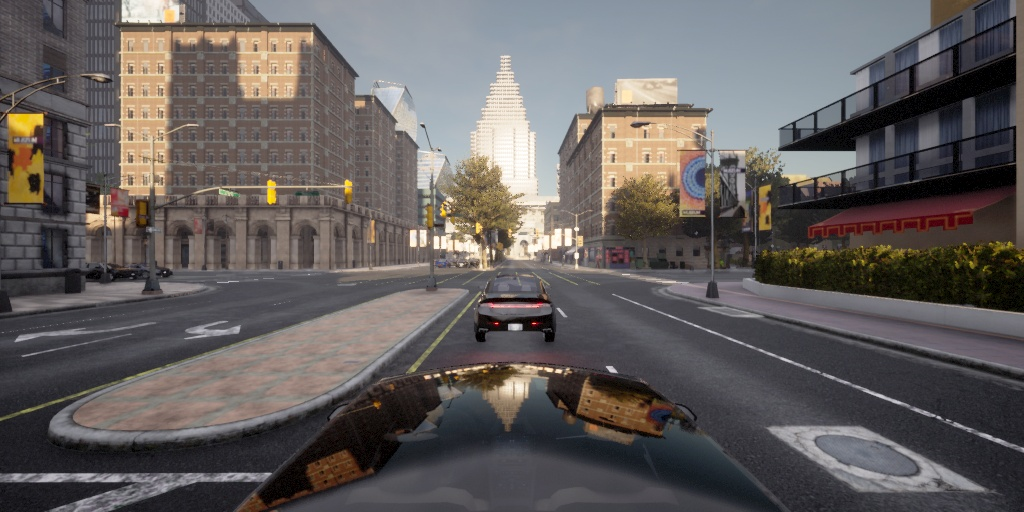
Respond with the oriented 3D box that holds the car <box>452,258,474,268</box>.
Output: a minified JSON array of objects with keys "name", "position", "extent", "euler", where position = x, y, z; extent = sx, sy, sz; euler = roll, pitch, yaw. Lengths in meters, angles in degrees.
[{"name":"car","position":[-8.058,1.241,59.573],"extent":[2.128,1.511,4.902],"euler":[0,0,0]}]

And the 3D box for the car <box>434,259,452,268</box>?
[{"name":"car","position":[-11.554,1.227,59.987],"extent":[1.882,1.535,5.008],"euler":[0,0,0]}]

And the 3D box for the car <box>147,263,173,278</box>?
[{"name":"car","position":[-33.636,1.314,32.670],"extent":[4.181,1.385,1.994],"euler":[0,0,-1]}]

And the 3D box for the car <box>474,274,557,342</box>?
[{"name":"car","position":[0.079,1.242,9.756],"extent":[2.128,1.511,4.902],"euler":[0,0,0]}]

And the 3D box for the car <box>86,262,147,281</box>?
[{"name":"car","position":[-33.348,1.228,29.178],"extent":[5.008,1.535,1.882],"euler":[0,0,0]}]
